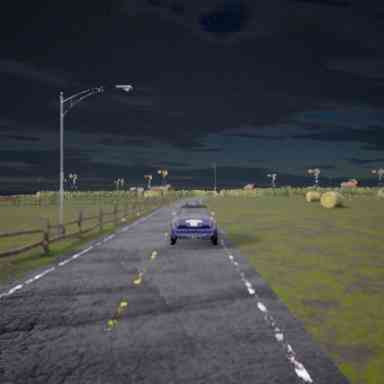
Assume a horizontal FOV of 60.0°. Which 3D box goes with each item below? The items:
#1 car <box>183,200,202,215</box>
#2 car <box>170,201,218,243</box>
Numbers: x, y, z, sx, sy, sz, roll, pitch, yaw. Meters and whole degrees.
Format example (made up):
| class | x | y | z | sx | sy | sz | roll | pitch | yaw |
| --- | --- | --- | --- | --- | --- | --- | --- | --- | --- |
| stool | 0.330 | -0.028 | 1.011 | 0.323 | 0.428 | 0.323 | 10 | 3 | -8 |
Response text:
| class | x | y | z | sx | sy | sz | roll | pitch | yaw |
| --- | --- | --- | --- | --- | --- | --- | --- | --- | --- |
| car | 0.073 | 1.662 | 36.065 | 1.994 | 1.385 | 4.181 | 0 | 0 | 0 |
| car | 0.085 | 1.396 | 16.326 | 2.097 | 1.767 | 4.553 | 0 | 0 | 0 |
